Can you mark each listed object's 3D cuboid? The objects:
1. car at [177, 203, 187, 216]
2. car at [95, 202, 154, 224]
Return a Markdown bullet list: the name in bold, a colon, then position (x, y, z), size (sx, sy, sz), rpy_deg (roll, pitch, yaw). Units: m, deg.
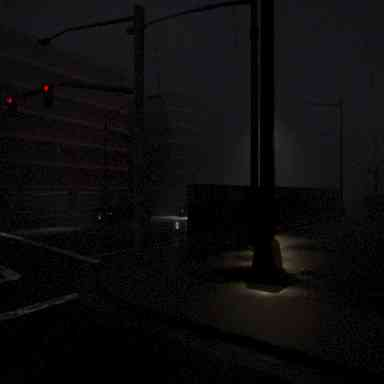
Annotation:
- **car**: position (0.513, 1.505, 32.530), size (1.837, 1.490, 4.892), rpy_deg (0, 0, 35)
- **car**: position (-4.927, 1.491, 24.787), size (2.128, 1.511, 4.902), rpy_deg (0, 0, 35)
